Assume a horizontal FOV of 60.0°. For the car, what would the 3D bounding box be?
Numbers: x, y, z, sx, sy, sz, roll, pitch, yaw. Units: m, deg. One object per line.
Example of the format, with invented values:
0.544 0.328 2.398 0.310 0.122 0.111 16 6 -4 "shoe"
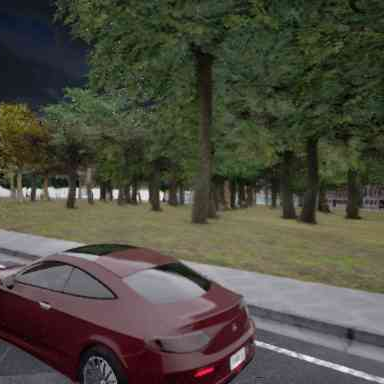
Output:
-1.409 1.473 4.696 4.674 1.442 1.812 1 1 36 "car"
